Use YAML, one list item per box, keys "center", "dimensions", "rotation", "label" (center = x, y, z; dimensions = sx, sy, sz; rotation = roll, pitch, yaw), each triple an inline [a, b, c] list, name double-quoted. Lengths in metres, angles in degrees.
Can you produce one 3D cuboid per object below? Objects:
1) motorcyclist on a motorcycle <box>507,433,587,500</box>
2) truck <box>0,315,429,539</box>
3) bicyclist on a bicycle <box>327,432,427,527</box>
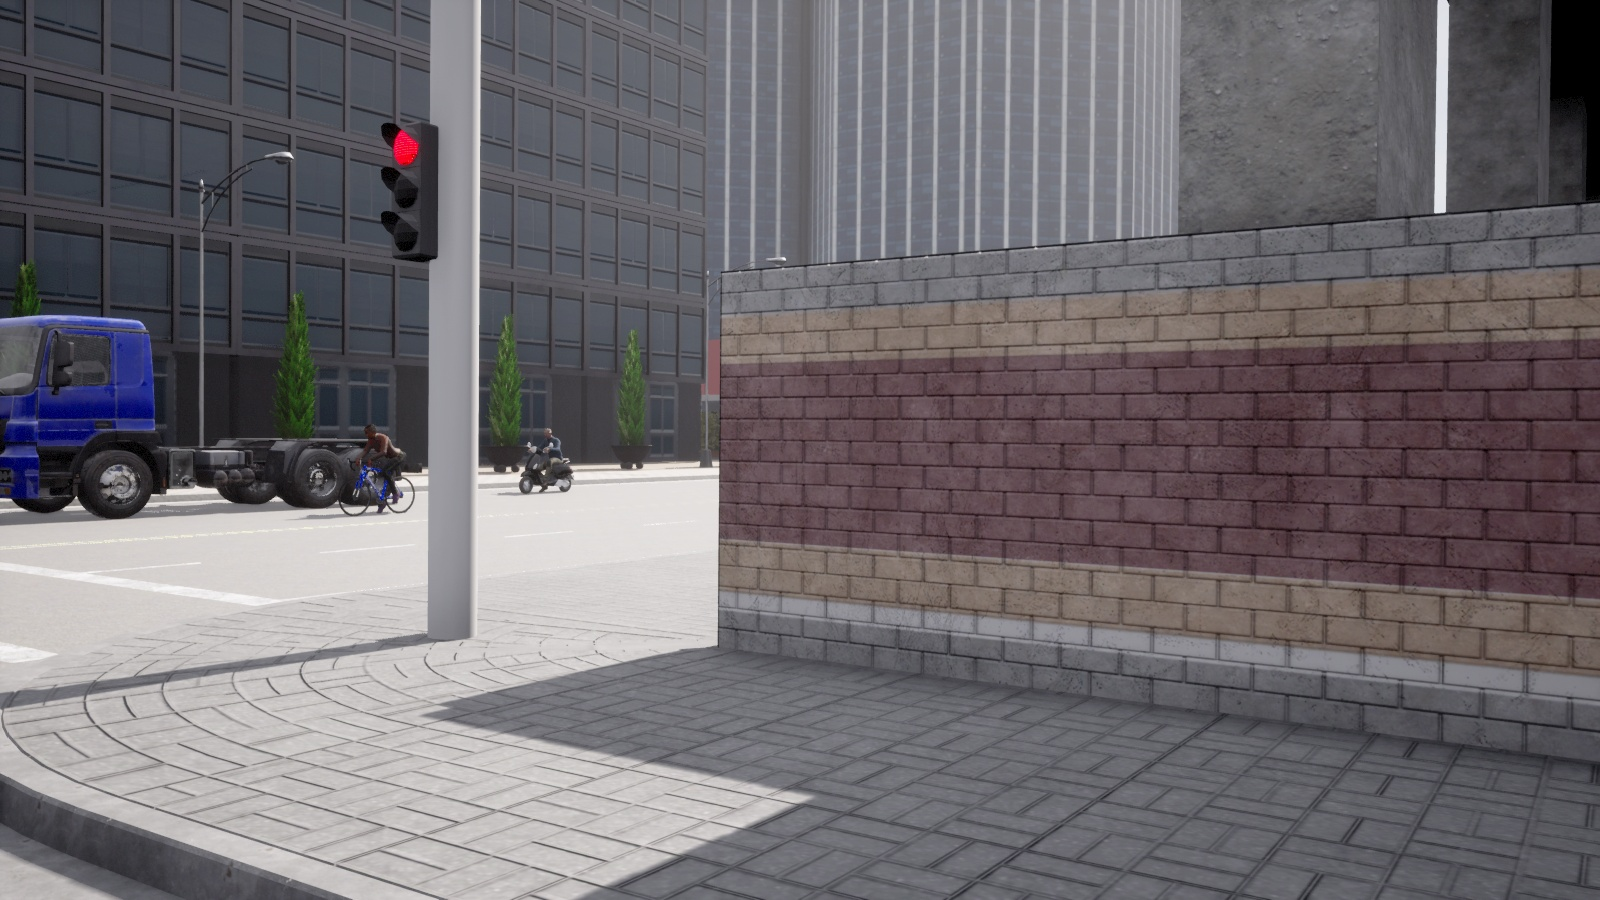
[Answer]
- center: [-6.189, 0.376, 30.776]
  dimensions: [0.866, 1.590, 1.817]
  rotation: [0, 1, 34]
  label: "motorcyclist on a motorcycle"
- center: [-11.092, -0.415, 23.453]
  dimensions: [2.891, 3.462, 7.936]
  rotation: [0, 1, 34]
  label: "truck"
- center: [-7.542, 0.501, 22.464]
  dimensions: [0.582, 1.620, 1.656]
  rotation: [0, 1, 34]
  label: "bicyclist on a bicycle"
